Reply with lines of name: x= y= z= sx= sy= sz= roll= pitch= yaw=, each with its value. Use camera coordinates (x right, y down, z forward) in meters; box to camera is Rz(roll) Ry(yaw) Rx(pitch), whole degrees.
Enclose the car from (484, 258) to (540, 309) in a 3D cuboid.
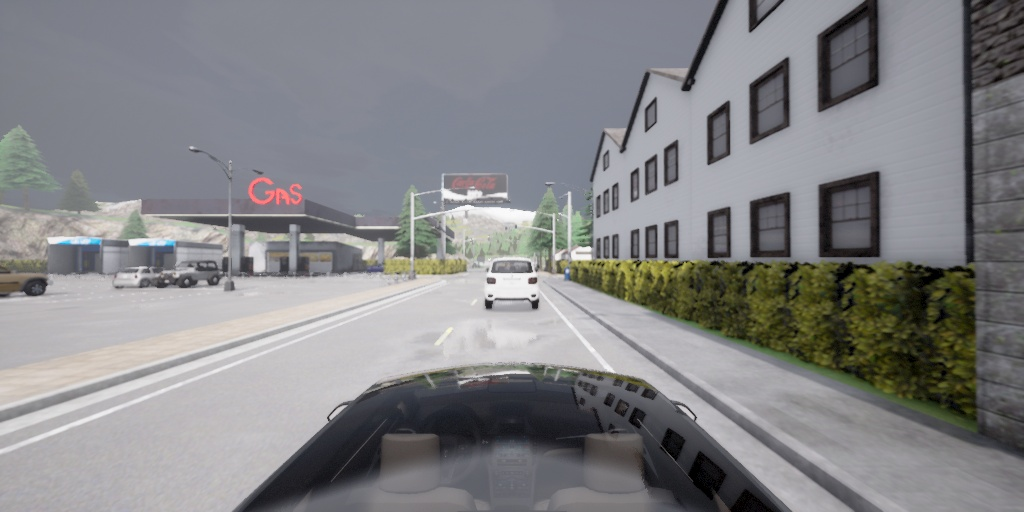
car: x=-0.002 y=1.098 z=15.870 sx=2.150 sy=2.045 sz=5.566 roll=0 pitch=0 yaw=0
